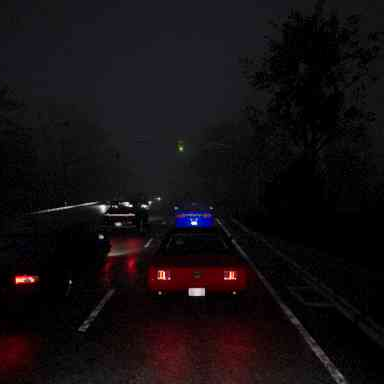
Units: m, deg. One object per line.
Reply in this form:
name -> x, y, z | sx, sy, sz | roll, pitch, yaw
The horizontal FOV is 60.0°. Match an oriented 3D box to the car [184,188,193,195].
car -> -1.054, -0.072, 86.282 | 2.097, 1.767, 4.553 | 0, 1, -3

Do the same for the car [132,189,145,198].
car -> -10.814, 0.311, 67.693 | 2.097, 1.767, 4.553 | 0, 1, -1

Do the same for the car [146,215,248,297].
car -> 0.099, 1.501, 8.280 | 1.895, 1.301, 4.718 | 0, 1, 0

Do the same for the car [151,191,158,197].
car -> -7.172, 0.728, 53.765 | 2.033, 1.411, 5.357 | 0, 1, 0

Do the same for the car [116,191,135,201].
car -> -10.674, 0.670, 53.850 | 2.128, 1.511, 4.902 | 0, 1, -1

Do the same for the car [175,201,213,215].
car -> 0.098, 1.230, 17.623 | 1.882, 1.535, 5.008 | 0, 1, 0

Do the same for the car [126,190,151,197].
car -> -7.069, 0.682, 44.291 | 2.097, 1.767, 4.553 | 0, 1, -1

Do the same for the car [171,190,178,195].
car -> -4.550, 0.101, 86.115 | 1.812, 1.442, 4.674 | 0, 1, -3

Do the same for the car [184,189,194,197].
car -> -0.564, 0.304, 76.171 | 1.882, 1.535, 5.008 | 0, 1, -2

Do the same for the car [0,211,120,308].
car -> -3.402, 1.452, 7.998 | 2.033, 1.411, 5.357 | 0, 1, 0

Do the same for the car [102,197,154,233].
car -> -3.402, 1.241, 17.776 | 2.128, 1.511, 4.902 | 0, 1, 0

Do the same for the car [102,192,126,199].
car -> -10.621, 0.927, 44.530 | 1.895, 1.301, 4.718 | 0, 1, 0

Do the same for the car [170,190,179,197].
car -> -4.048, 0.362, 75.662 | 2.033, 1.411, 5.357 | 0, 1, -2

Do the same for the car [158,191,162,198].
car -> -7.327, 0.509, 68.613 | 1.994, 1.385, 4.181 | 0, 1, -1
